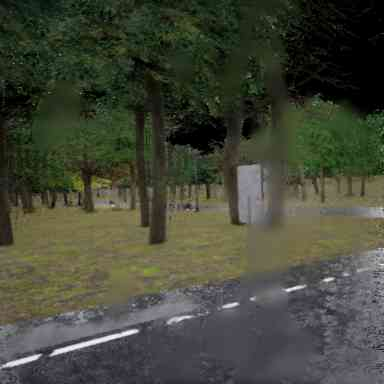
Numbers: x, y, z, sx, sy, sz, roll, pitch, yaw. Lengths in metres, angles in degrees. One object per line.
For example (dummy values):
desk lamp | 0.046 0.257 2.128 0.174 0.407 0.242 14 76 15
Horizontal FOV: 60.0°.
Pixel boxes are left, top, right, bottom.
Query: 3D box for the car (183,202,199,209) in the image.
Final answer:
car | -0.264 3.026 73.906 2.128 1.511 4.902 -4 1 -31
